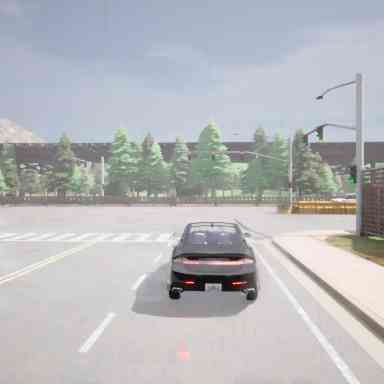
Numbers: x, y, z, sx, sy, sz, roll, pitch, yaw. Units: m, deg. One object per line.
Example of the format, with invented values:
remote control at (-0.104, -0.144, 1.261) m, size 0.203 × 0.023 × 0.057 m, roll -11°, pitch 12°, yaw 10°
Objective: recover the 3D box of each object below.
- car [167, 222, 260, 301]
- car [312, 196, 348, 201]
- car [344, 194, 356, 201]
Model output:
car at (0.511, 1.492, 8.374) m, size 2.128 × 1.511 × 4.902 m, roll 0°, pitch 0°, yaw 3°
car at (14.550, 1.491, 37.950) m, size 4.902 × 1.511 × 2.128 m, roll 0°, pitch 0°, yaw 1°
car at (19.831, 1.222, 41.332) m, size 5.566 × 2.045 × 2.150 m, roll 0°, pitch 0°, yaw 2°
